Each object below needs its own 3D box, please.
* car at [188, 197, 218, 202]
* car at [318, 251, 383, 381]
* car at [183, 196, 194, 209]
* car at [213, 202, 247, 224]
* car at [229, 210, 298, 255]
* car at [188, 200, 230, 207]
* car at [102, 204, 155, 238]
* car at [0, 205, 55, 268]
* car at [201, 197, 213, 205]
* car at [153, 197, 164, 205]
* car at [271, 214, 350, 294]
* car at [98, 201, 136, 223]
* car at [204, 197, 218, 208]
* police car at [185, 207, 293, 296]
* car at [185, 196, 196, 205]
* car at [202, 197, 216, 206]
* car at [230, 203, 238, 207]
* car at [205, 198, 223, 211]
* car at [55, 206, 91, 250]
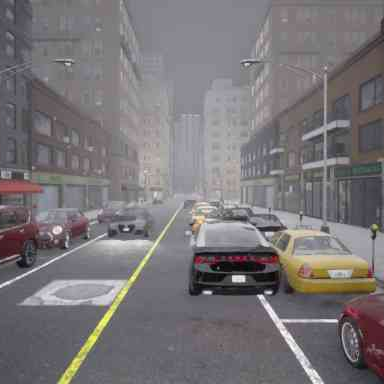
[{"bbox_3d":[0.798,1.446,24.901,1.801,1.575,5.366,0,0,0],"label":"car"},{"bbox_3d":[2.848,1.581,2.905,1.802,1.307,4.206,-1,0,0],"label":"car"},{"bbox_3d":[-0.176,1.480,45.612,1.837,1.490,4.892,0,0,0],"label":"car"},{"bbox_3d":[2.759,1.541,25.249,2.008,1.369,4.403,-1,0,0],"label":"car"},{"bbox_3d":[2.803,1.561,14.077,1.947,1.339,4.313,-1,0,0],"label":"car"},{"bbox_3d":[0.824,1.449,18.900,1.801,1.575,5.366,0,0,0],"label":"car"},{"bbox_3d":[-3.070,1.557,17.522,1.994,1.385,4.181,0,0,0],"label":"car"},{"bbox_3d":[-5.711,1.312,8.456,2.192,1.841,5.009,-1,0,0],"label":"car"},{"bbox_3d":[2.626,1.543,58.764,1.802,1.307,4.206,-1,0,0],"label":"car"},{"bbox_3d":[-5.919,1.506,58.727,1.887,1.381,4.507,-1,0,0],"label":"car"},{"bbox_3d":[2.824,1.523,8.661,1.752,1.417,4.829,-1,0,0],"label":"car"},{"bbox_3d":[-5.780,1.430,25.212,1.967,1.590,4.097,-1,0,0],"label":"car"},{"bbox_3d":[2.669,1.498,47.762,1.752,1.417,4.829,-1,0,0],"label":"car"},{"bbox_3d":[0.866,1.423,8.820,1.930,1.638,5.238,0,0,0],"label":"police car"},{"bbox_3d":[-0.246,1.438,59.355,1.882,1.535,5.008,0,0,0],"label":"car"},{"bbox_3d":[2.648,1.533,53.178,1.947,1.339,4.313,-1,0,0],"label":"car"},{"bbox_3d":[2.781,1.559,19.663,1.947,1.339,4.313,-1,0,0],"label":"car"},{"bbox_3d":[2.692,1.529,42.006,2.008,1.369,4.403,-1,0,0],"label":"car"},{"bbox_3d":[-5.733,1.435,14.041,1.967,1.590,4.097,-1,0,0],"label":"car"}]
